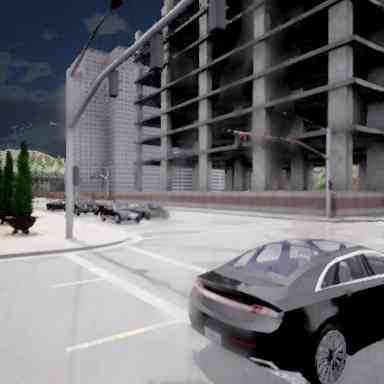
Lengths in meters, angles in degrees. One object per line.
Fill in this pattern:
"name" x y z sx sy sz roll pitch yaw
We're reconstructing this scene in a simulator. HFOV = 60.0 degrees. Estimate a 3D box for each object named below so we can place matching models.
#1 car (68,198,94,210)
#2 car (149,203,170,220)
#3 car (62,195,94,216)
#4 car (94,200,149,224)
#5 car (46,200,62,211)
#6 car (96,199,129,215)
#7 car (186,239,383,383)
"car" -15.417 1.638 46.136 2.128 1.511 4.902 0 0 -35
"car" -3.694 1.701 29.346 1.994 1.385 4.181 0 0 -35
"car" -11.266 1.344 34.067 2.150 2.045 5.566 0 0 -35
"car" -5.613 1.610 25.983 2.128 1.511 4.902 0 0 -35
"car" -17.181 1.729 42.542 1.895 1.301 4.718 0 0 -35
"car" -8.897 1.619 36.788 1.882 1.535 5.008 0 0 -35
"car" 2.224 1.529 5.396 4.902 1.511 2.128 1 0 -36
